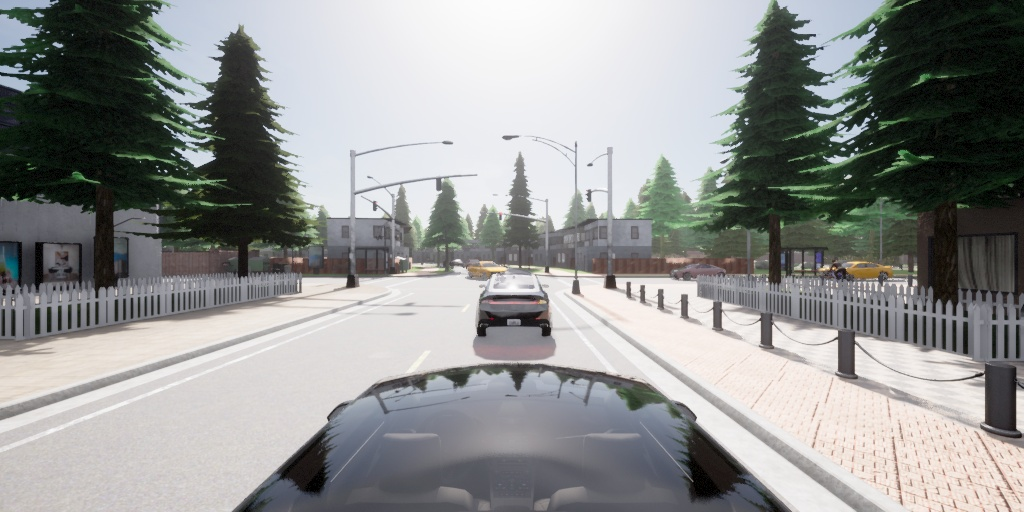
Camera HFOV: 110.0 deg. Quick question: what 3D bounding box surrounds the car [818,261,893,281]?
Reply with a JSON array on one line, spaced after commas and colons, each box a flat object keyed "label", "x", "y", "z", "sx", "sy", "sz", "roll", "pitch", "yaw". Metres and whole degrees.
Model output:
[{"label": "car", "x": 27.868, "y": 1.212, "z": 29.229, "sx": 5.008, "sy": 1.535, "sz": 1.882, "roll": 0, "pitch": 0, "yaw": 2}]

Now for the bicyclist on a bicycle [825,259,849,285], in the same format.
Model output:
[{"label": "bicyclist on a bicycle", "x": 19.886, "y": 1.035, "z": 21.978, "sx": 0.582, "sy": 1.620, "sz": 1.656, "roll": 0, "pitch": 0, "yaw": 2}]

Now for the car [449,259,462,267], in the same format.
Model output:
[{"label": "car", "x": -9.835, "y": 1.280, "z": 64.029, "sx": 1.994, "sy": 1.385, "sz": 4.181, "roll": 0, "pitch": 0, "yaw": -22}]

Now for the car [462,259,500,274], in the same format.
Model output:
[{"label": "car", "x": -2.204, "y": 1.206, "z": 30.535, "sx": 1.882, "sy": 1.535, "sz": 5.008, "roll": -1, "pitch": 1, "yaw": -29}]

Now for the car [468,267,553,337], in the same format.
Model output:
[{"label": "car", "x": 0.056, "y": 1.242, "z": 10.291, "sx": 2.128, "sy": 1.511, "sz": 4.902, "roll": 0, "pitch": 0, "yaw": 0}]

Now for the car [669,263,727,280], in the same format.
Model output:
[{"label": "car", "x": 15.295, "y": 1.299, "z": 29.595, "sx": 4.181, "sy": 1.385, "sz": 1.994, "roll": 0, "pitch": 0, "yaw": 2}]
